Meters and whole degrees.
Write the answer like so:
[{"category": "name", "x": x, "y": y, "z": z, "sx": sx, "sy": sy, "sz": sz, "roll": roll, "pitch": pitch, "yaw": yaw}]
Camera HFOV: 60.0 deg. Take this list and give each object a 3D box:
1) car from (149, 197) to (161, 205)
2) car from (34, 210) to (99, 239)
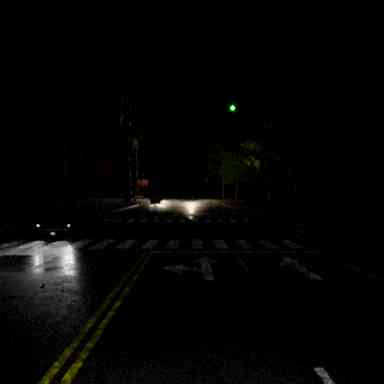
[{"category": "car", "x": -6.827, "y": 1.702, "z": 62.151, "sx": 1.812, "sy": 1.442, "sz": 4.674, "roll": 0, "pitch": 1, "yaw": -3}, {"category": "car", "x": -6.511, "y": 1.659, "z": 17.774, "sx": 1.895, "sy": 1.301, "sz": 4.718, "roll": 0, "pitch": 0, "yaw": 0}]
